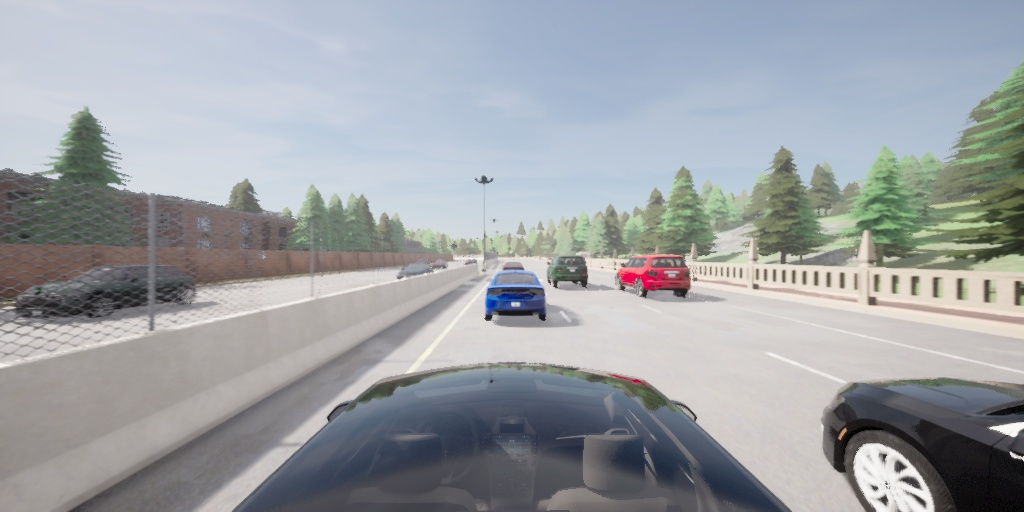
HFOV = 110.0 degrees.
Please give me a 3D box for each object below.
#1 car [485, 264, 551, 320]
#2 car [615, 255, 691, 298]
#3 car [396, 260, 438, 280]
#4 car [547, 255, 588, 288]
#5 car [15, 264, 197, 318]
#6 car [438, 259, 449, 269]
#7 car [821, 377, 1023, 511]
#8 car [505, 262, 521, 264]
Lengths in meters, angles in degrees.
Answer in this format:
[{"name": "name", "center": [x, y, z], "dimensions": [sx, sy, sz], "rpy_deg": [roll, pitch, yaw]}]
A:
[{"name": "car", "center": [0.118, 1.225, 12.680], "dimensions": [1.882, 1.535, 5.008], "rpy_deg": [0, 0, 0]}, {"name": "car", "center": [7.113, 0.967, 18.619], "dimensions": [2.150, 2.045, 5.566], "rpy_deg": [0, 0, 0]}, {"name": "car", "center": [-7.087, 1.271, 26.590], "dimensions": [1.812, 1.442, 4.674], "rpy_deg": [0, 0, 0]}, {"name": "car", "center": [3.617, 0.966, 24.070], "dimensions": [2.150, 2.045, 5.566], "rpy_deg": [0, 0, 0]}, {"name": "car", "center": [-14.091, 1.100, 12.880], "dimensions": [2.097, 1.767, 4.553], "rpy_deg": [0, 0, 0]}, {"name": "car", "center": [-11.055, 1.265, 55.896], "dimensions": [1.812, 1.442, 4.674], "rpy_deg": [0, 0, -1]}, {"name": "car", "center": [3.599, 1.255, 1.090], "dimensions": [1.837, 1.490, 4.892], "rpy_deg": [0, 0, 0]}, {"name": "car", "center": [0.114, 1.221, 31.040], "dimensions": [1.882, 1.535, 5.008], "rpy_deg": [0, 0, 0]}]
